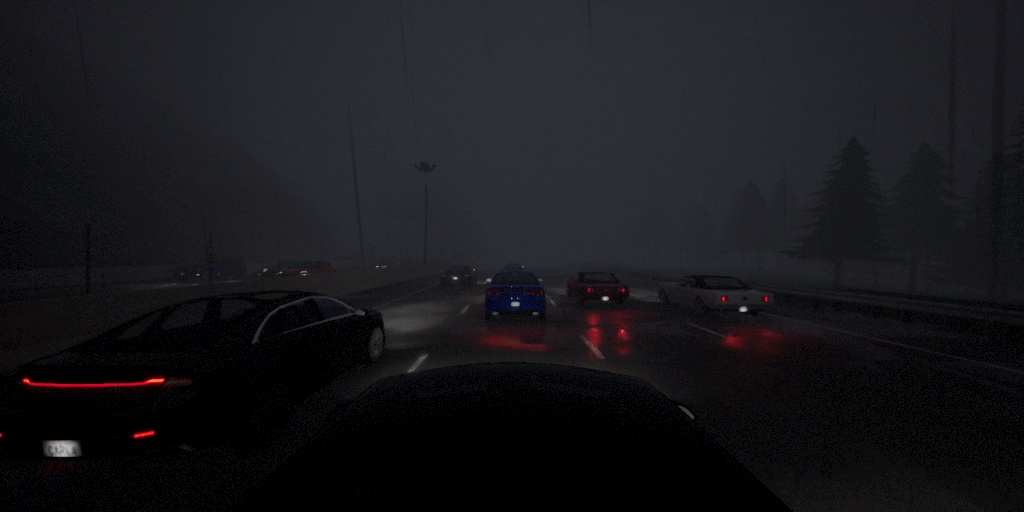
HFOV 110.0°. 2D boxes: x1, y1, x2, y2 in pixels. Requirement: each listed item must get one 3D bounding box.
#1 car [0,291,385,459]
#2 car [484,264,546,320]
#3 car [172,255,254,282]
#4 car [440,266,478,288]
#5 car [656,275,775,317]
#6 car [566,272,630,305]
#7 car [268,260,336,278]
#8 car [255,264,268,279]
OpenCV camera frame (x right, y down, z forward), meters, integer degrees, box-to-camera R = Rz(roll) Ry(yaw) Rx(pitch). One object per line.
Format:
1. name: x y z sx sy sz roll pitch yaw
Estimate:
1. car: -3.400 1.241 5.136 2.128 1.511 4.902 0 0 0
2. car: 0.100 1.227 12.722 1.882 1.535 5.008 0 0 0
3. car: -24.598 0.966 29.529 2.150 2.045 5.566 0 0 0
4. car: -3.400 1.312 23.529 1.994 1.385 4.181 0 0 0
5. car: 7.097 1.350 13.221 1.895 1.301 4.718 0 0 0
6. car: 3.599 1.350 16.015 1.895 1.301 4.718 0 0 0
7. car: -14.098 1.100 24.783 2.097 1.767 4.553 0 0 0
8. car: -17.596 1.100 28.591 2.097 1.767 4.553 0 0 0
